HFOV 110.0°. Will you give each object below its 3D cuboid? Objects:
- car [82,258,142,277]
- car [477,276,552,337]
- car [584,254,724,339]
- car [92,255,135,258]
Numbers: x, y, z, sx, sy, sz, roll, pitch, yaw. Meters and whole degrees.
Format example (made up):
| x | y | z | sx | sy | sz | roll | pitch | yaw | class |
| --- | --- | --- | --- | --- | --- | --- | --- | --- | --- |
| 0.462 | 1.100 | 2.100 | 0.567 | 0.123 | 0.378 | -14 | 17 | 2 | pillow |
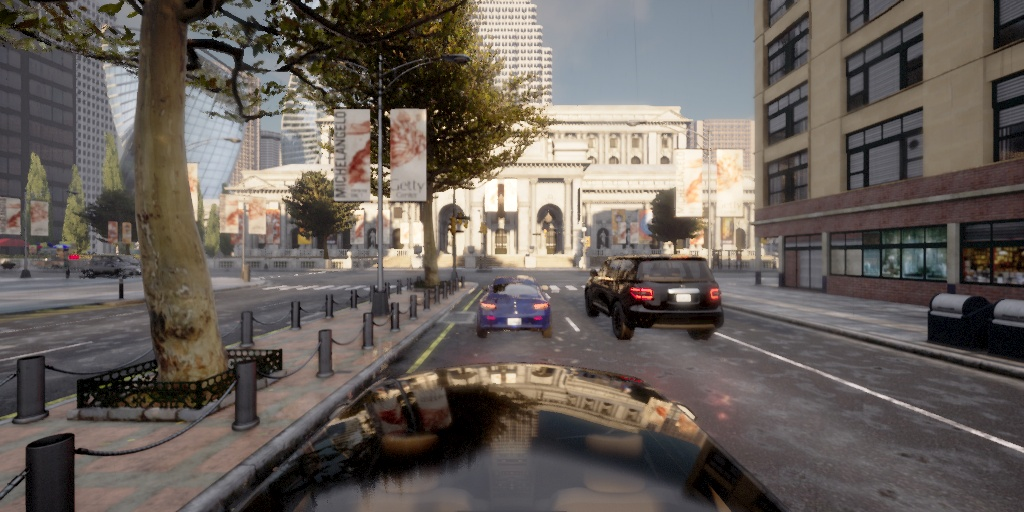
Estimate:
| x | y | z | sx | sy | sz | roll | pitch | yaw | class |
| --- | --- | --- | --- | --- | --- | --- | --- | --- | --- |
| -37.883 | 1.234 | 34.219 | 4.902 | 1.511 | 2.128 | 0 | 0 | 0 | car |
| 0.076 | 1.274 | 10.150 | 1.812 | 1.442 | 4.674 | 0 | 0 | 0 | car |
| 3.582 | 0.970 | 10.159 | 2.150 | 2.045 | 5.566 | 0 | 0 | 0 | car |
| -41.105 | 0.963 | 37.737 | 5.566 | 2.045 | 2.150 | 0 | 0 | 0 | car |
